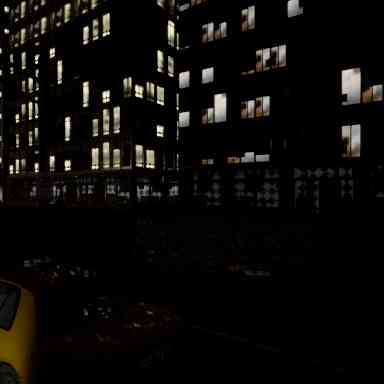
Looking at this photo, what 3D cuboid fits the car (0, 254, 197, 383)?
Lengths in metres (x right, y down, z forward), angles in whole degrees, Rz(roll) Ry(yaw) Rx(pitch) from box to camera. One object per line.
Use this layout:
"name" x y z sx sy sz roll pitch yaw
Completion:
"car" -2.228 1.525 4.459 4.829 1.417 1.752 0 0 36
